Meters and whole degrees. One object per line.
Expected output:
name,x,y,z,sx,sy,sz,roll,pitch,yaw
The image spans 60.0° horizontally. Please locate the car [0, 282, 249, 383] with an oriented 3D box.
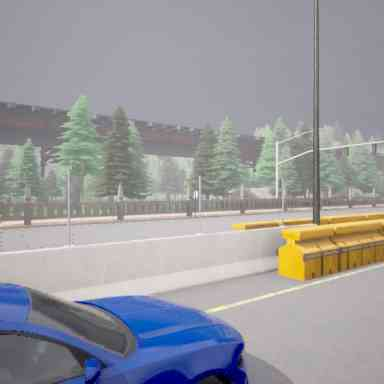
car,-1.743,1.478,2.500,5.008,1.535,1.882,1,-1,-36
